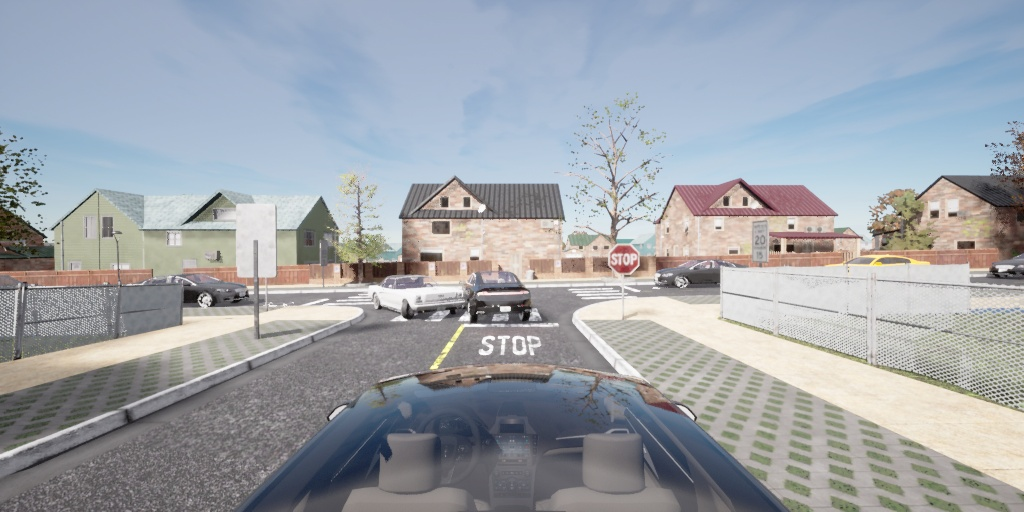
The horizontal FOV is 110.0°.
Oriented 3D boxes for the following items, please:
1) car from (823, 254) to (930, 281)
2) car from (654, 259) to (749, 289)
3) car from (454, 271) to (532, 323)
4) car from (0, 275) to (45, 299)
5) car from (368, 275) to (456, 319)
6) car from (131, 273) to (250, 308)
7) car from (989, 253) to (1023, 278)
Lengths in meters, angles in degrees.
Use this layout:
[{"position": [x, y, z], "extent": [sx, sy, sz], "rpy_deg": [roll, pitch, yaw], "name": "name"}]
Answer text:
[{"position": [19.761, 0.690, 19.637], "extent": [5.008, 1.535, 1.882], "rpy_deg": [-1, 1, -1], "name": "car"}, {"position": [10.330, 0.926, 19.600], "extent": [4.902, 1.511, 2.128], "rpy_deg": [-1, 1, 0], "name": "car"}, {"position": [-0.686, 1.243, 12.192], "extent": [2.128, 1.511, 4.902], "rpy_deg": [0, 0, -12], "name": "car"}, {"position": [-24.240, 1.648, 16.507], "extent": [4.553, 1.767, 2.097], "rpy_deg": [-1, 1, 0], "name": "car"}, {"position": [-3.602, 1.368, 13.051], "extent": [1.895, 1.301, 4.718], "rpy_deg": [0, 0, -38], "name": "car"}, {"position": [-14.903, 1.567, 16.547], "extent": [4.902, 1.511, 2.128], "rpy_deg": [-1, 1, 0], "name": "car"}, {"position": [29.385, 0.478, 19.673], "extent": [4.902, 1.511, 2.128], "rpy_deg": [-1, 1, 0], "name": "car"}]
